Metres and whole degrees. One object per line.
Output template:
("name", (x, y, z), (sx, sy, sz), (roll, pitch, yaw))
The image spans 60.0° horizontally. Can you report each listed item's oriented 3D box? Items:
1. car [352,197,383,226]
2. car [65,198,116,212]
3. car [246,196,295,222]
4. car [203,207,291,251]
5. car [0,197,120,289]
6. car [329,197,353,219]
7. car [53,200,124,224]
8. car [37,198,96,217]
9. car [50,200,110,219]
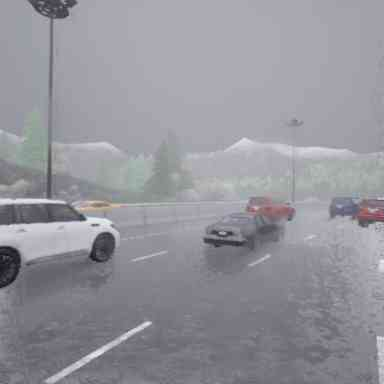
("car", (13.965, 1.462, 24.825), (2.150, 2.045, 5.566), (1, 0, 38))
("car", (-11.455, 1.453, 37.985), (2.033, 1.411, 5.357), (1, 0, 36))
("car", (6.245, 1.356, 26.251), (2.150, 2.045, 5.566), (1, 0, 36))
("car", (2.458, 1.605, 14.495), (2.033, 1.411, 5.357), (1, 0, 32))
("car", (-4.493, 1.172, 9.349), (2.150, 2.045, 5.566), (1, 0, 28))
("car", (14.787, 1.484, 31.432), (2.150, 2.045, 5.566), (1, 0, 40))
("car", (-7.639, 1.413, 24.978), (1.882, 1.535, 5.008), (1, 0, 33))
("car", (-11.735, 1.381, 31.443), (2.128, 1.511, 4.902), (1, 0, 34))
("car", (-9.485, 1.441, 28.517), (1.812, 1.442, 4.674), (1, 0, 34))
